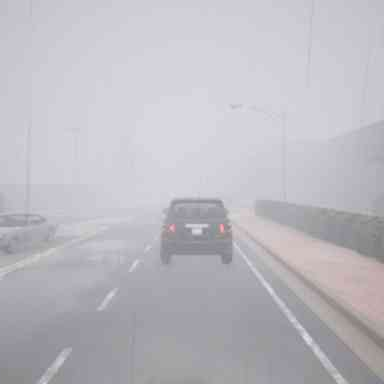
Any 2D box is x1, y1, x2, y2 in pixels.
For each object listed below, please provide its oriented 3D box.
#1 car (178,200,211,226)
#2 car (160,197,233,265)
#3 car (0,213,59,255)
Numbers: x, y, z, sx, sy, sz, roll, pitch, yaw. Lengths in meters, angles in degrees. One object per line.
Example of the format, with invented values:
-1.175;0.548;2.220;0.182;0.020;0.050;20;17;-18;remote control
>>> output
0.168;1.389;23.766;2.128;1.511;4.902;0;0;0;car
0.138;1.168;11.692;2.150;2.045;5.566;0;0;0;car
-7.058;1.537;13.086;1.895;1.301;4.718;0;0;0;car
